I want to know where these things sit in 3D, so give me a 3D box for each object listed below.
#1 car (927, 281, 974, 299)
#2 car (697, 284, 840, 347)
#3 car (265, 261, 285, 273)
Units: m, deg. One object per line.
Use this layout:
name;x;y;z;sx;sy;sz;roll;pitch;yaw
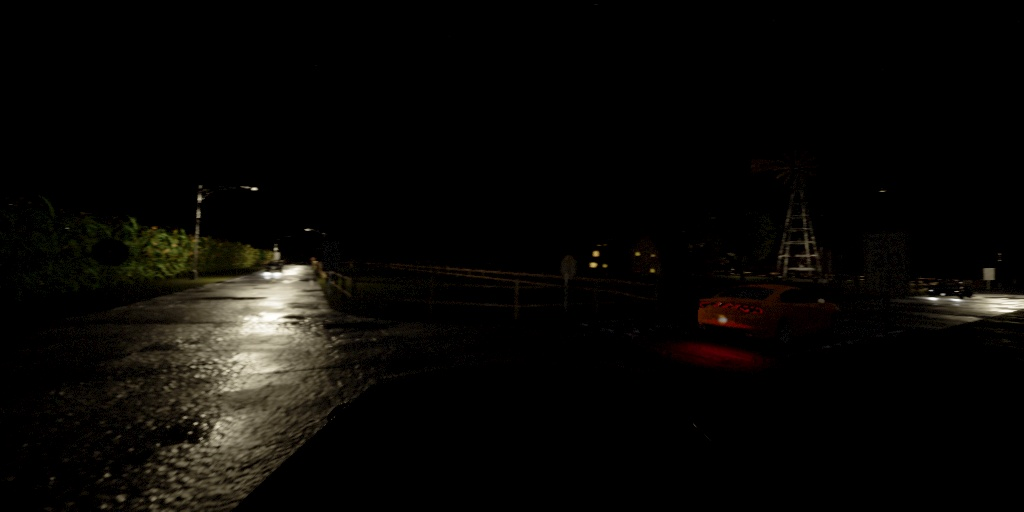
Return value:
car;37.787;2.868;30.824;5.357;1.411;2.033;2;-2;-30
car;7.559;1.568;10.449;5.008;1.535;1.882;2;-2;-30
car;-31.568;1.375;47.814;2.128;1.511;4.902;3;-2;-30
